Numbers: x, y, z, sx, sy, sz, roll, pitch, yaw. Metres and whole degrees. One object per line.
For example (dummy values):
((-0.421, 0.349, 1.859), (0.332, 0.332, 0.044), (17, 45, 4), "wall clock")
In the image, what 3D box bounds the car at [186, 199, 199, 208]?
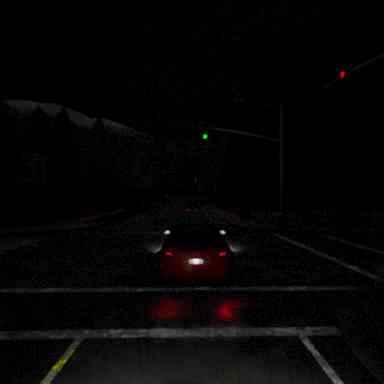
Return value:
((0.087, 1.977, 56.899), (1.812, 1.442, 4.674), (0, -1, 0), "car")

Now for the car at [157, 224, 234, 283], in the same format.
((0.096, 1.645, 9.975), (1.994, 1.385, 4.181), (0, 0, 0), "car")
